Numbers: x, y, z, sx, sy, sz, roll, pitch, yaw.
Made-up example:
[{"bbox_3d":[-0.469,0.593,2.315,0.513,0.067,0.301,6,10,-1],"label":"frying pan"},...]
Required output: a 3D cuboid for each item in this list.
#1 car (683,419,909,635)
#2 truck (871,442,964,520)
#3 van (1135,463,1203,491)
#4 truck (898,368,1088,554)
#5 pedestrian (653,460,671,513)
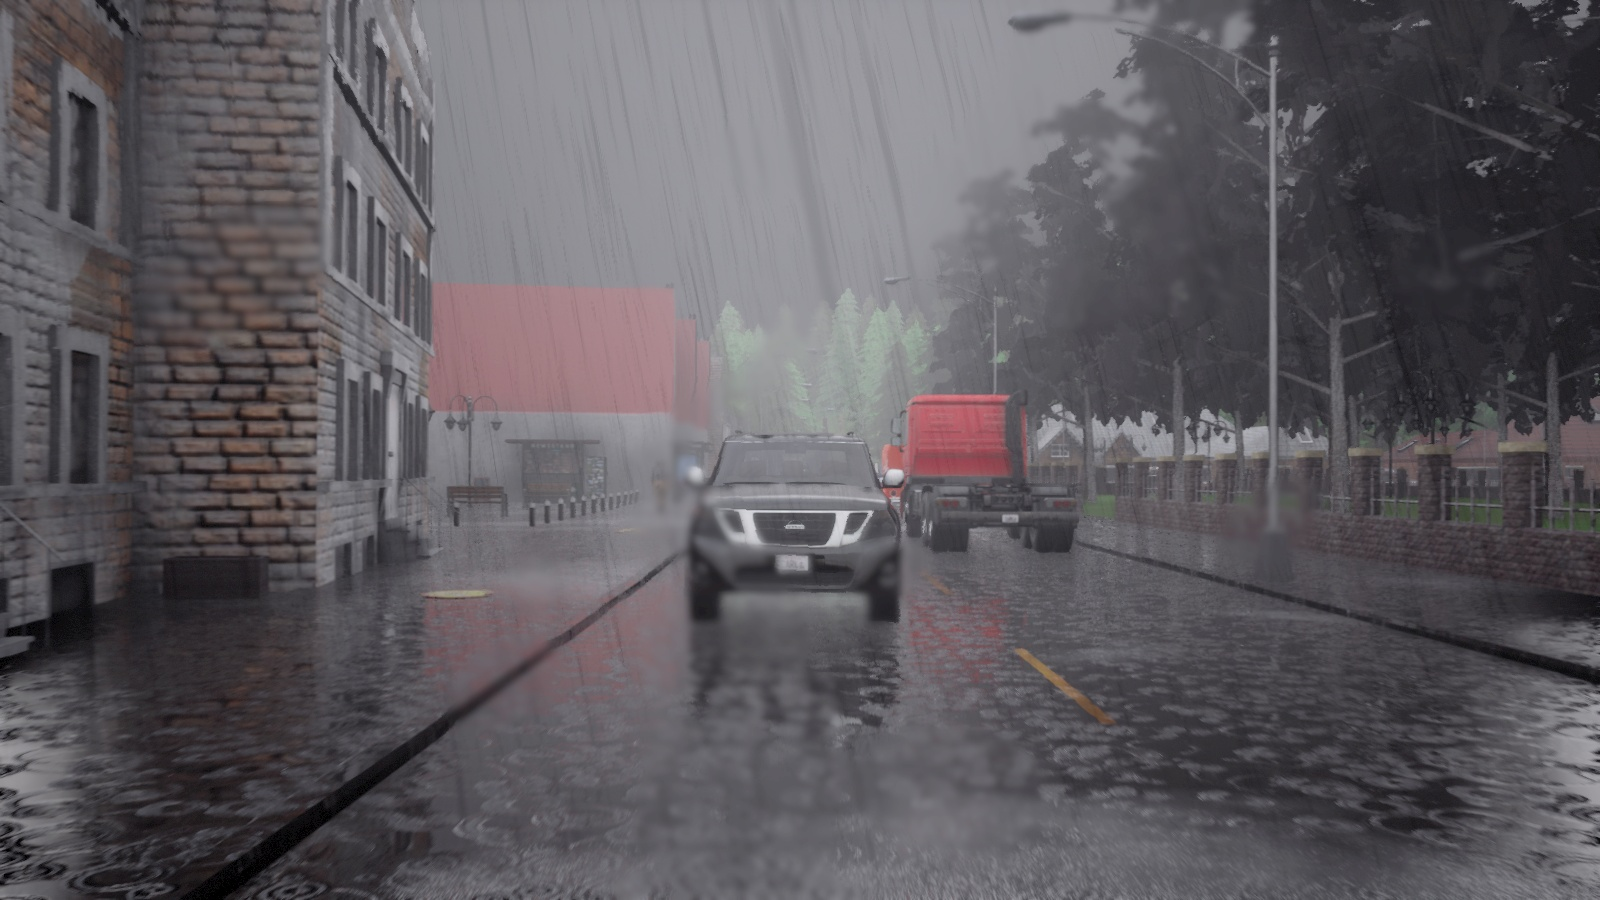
[{"bbox_3d":[-0.049,0.781,14.750,2.150,2.045,5.566,0,-1,0],"label":"car"},{"bbox_3d":[3.878,1.022,42.361,2.627,2.467,5.204,0,-1,0],"label":"truck"},{"bbox_3d":[27.541,2.001,93.743,4.480,2.038,2.069,0,-1,1],"label":"van"},{"bbox_3d":[3.908,0.276,27.406,2.891,3.462,7.936,0,-1,0],"label":"truck"},{"bbox_3d":[-4.866,1.286,44.329,0.540,1.848,0.694,0,-1,-1],"label":"pedestrian"}]
